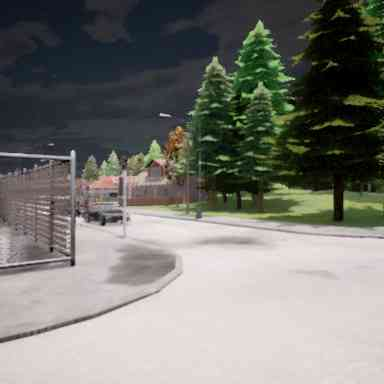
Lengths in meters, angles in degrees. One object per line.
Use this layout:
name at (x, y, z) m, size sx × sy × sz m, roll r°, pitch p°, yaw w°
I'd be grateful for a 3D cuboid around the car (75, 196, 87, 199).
car at (-14.876, 1.327, 43.126) m, size 2.097 × 1.767 × 4.553 m, roll 0°, pitch 0°, yaw -35°

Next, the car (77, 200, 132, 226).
car at (-6.210, 1.530, 23.713) m, size 2.033 × 1.411 × 5.357 m, roll 0°, pitch 0°, yaw -35°

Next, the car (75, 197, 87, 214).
car at (-12.277, 1.530, 32.247) m, size 2.033 × 1.411 × 5.357 m, roll 0°, pitch 0°, yaw -36°
